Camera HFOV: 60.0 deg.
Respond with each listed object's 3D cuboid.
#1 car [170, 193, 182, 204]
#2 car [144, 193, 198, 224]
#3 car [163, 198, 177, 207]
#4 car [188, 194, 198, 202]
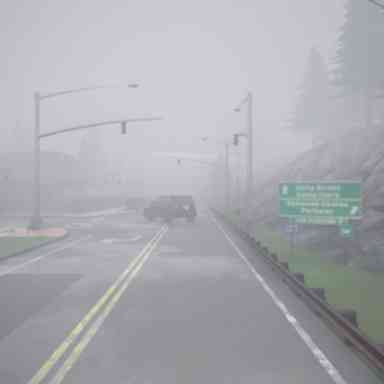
[{"bbox_3d":[-3.326,1.287,68.267,2.150,2.045,5.566,0,0,0],"label":"car"},{"bbox_3d":[-1.746,1.266,25.402,2.150,2.045,5.566,1,-1,-30],"label":"car"},{"bbox_3d":[-3.434,1.614,52.637,1.994,1.385,4.181,0,0,0],"label":"car"},{"bbox_3d":[0.182,1.237,70.966,2.097,1.767,4.553,0,0,0],"label":"car"}]
